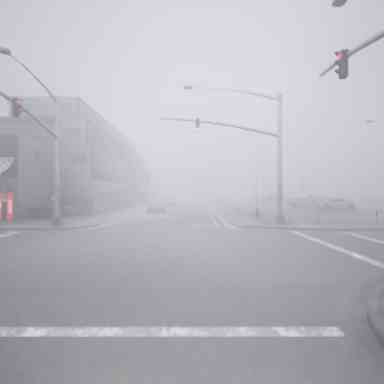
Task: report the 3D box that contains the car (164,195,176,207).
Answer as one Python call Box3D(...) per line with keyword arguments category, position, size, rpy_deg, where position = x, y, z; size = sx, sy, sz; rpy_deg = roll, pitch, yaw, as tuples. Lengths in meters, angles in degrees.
Box3D(category="car", position=(-3.571, 1.323, 50.752), size=(2.097, 1.767, 4.553), rpy_deg=(0, 0, 0))

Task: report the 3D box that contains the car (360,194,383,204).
Box3D(category="car", position=(32.300, 1.300, 59.618), size=(3.633, 1.501, 1.845), rpy_deg=(0, 0, 0))

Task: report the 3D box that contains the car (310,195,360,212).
Box3D(category="car", position=(14.489, 1.228, 33.888), size=(3.806, 1.475, 1.970), rpy_deg=(0, 0, 0))

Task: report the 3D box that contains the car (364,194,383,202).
Box3D(category="car", position=(39.973, 1.304, 71.465), size=(5.027, 1.636, 2.152), rpy_deg=(0, 0, 0))

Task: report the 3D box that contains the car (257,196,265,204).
Box3D(category="car", position=(13.751, 1.081, 56.005), size=(4.605, 1.855, 1.932), rpy_deg=(0, 0, 0))

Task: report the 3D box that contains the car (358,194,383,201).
Box3D(category="car", position=(39.920, 1.311, 74.601), size=(4.514, 1.523, 2.007), rpy_deg=(0, 0, 0))

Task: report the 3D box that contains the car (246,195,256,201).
Box3D(category="car", position=(13.886, 1.346, 74.589), size=(3.633, 1.501, 1.845), rpy_deg=(0, 0, 0))

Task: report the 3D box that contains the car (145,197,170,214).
Box3D(category="car", position=(-3.594, 1.506, 34.595), size=(1.812, 1.442, 4.674), rpy_deg=(0, 0, 0))

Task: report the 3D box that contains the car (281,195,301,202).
Box3D(category="car", position=(21.307, 1.358, 71.610), size=(3.806, 1.475, 1.970), rpy_deg=(0, 0, 0))

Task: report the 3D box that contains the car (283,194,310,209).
Box3D(category="car", position=(14.165, 1.146, 40.305), size=(5.027, 1.636, 2.152), rpy_deg=(0, 0, 0))

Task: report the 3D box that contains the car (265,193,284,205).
Box3D(category="car", position=(14.164, 1.062, 53.100), size=(3.866, 1.878, 1.905), rpy_deg=(0, 0, 0))
